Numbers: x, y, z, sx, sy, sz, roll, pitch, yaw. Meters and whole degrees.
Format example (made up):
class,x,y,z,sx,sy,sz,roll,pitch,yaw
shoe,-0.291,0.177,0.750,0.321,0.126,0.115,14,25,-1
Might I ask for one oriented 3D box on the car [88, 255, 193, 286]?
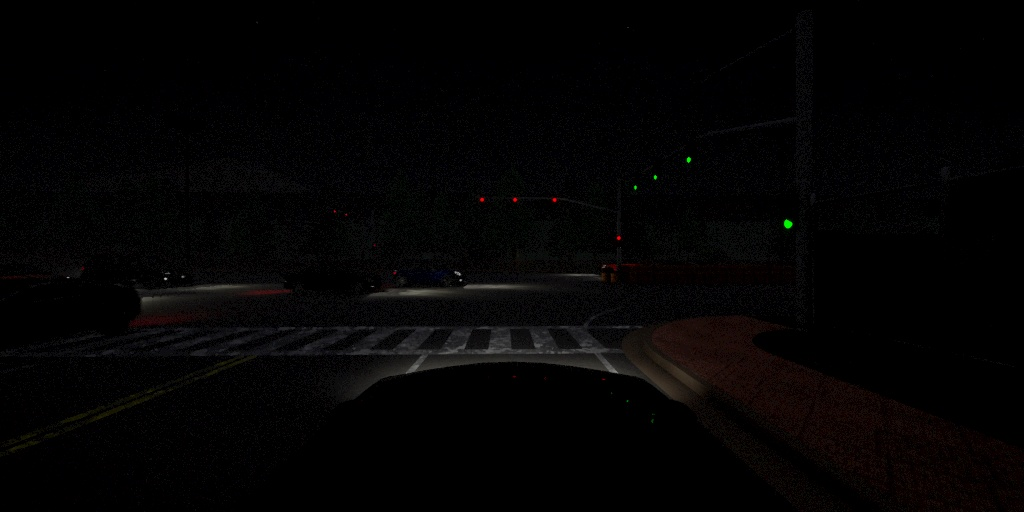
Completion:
class,x,y,z,sx,sy,sz,roll,pitch,yaw
car,-23.817,0.966,22.845,5.566,2.045,2.150,0,0,-2

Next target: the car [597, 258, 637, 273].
class,x,y,z,sx,sy,sz,roll,pitch,yaw
car,11.419,1.102,38.151,4.553,1.767,2.097,0,0,-2

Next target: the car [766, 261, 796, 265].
class,x,y,z,sx,sy,sz,roll,pitch,yaw
car,22.963,1.351,31.507,4.718,1.301,1.895,0,0,-2

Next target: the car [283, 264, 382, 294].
class,x,y,z,sx,sy,sz,roll,pitch,yaw
car,-9.794,1.227,19.782,5.008,1.535,1.882,0,0,-2

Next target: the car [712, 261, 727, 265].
class,x,y,z,sx,sy,sz,roll,pitch,yaw
car,20.535,1.255,38.436,4.892,1.490,1.837,0,0,-2

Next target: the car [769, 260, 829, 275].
class,x,y,z,sx,sy,sz,roll,pitch,yaw
car,30.928,1.242,38.752,4.902,1.511,2.128,0,0,-2

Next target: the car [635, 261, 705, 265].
class,x,y,z,sx,sy,sz,roll,pitch,yaw
car,13.708,1.255,31.219,4.892,1.490,1.837,0,0,-2

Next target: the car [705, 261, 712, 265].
class,x,y,z,sx,sy,sz,roll,pitch,yaw
car,16.352,1.276,34.802,4.674,1.442,1.812,0,0,-2

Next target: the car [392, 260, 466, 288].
class,x,y,z,sx,sy,sz,roll,pitch,yaw
car,-5.334,1.102,23.422,4.553,1.767,2.097,0,0,-2

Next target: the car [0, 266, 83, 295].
class,x,y,z,sx,sy,sz,roll,pitch,yaw
car,-26.998,1.289,19.250,5.357,1.411,2.033,0,0,-2

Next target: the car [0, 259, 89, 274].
class,x,y,z,sx,sy,sz,roll,pitch,yaw
car,-22.198,1.102,15.755,4.553,1.767,2.097,0,0,1

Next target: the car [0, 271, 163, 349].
class,x,y,z,sx,sy,sz,roll,pitch,yaw
car,-10.629,1.241,7.550,2.128,1.511,4.902,1,0,-8
